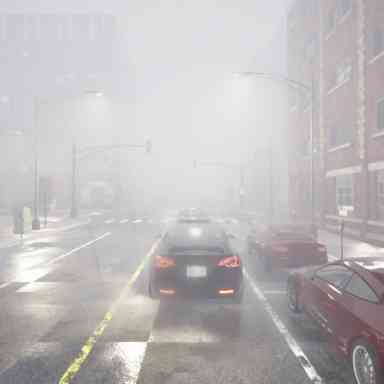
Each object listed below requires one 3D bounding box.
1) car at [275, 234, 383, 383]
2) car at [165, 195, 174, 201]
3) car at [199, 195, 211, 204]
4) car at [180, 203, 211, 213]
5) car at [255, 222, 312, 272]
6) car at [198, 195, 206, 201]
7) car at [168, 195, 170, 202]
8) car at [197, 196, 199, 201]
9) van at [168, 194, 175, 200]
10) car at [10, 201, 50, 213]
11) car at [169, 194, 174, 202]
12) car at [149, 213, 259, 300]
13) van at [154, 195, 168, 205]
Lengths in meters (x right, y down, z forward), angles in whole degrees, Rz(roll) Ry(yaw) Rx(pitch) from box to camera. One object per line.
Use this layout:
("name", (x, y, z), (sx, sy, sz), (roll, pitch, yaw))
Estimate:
("car", (2.659, 1.583, 4.751), (1.802, 1.307, 4.206), (1, 0, 0))
("car", (-5.840, 1.582, 87.945), (2.008, 1.369, 4.403), (1, 0, 0))
("car", (2.591, 1.544, 59.830), (1.752, 1.417, 4.829), (1, 0, 0))
("car", (0.068, 1.552, 17.721), (2.033, 1.411, 5.357), (0, 0, -1))
("car", (2.818, 1.585, 10.407), (1.802, 1.307, 4.206), (1, 0, 0))
("car", (2.540, 1.597, 87.921), (1.947, 1.339, 4.313), (1, 0, 0))
("car", (-5.799, 1.602, 65.336), (1.802, 1.307, 4.206), (1, 0, 0))
("car", (2.550, 1.573, 82.270), (1.887, 1.381, 4.507), (1, 0, 0))
("van", (-5.847, 1.376, 93.598), (1.690, 1.788, 3.998), (1, 0, 0))
("car", (-18.782, 1.730, 38.750), (4.313, 1.339, 1.947), (0, -1, 0))
("car", (-5.820, 1.607, 76.641), (1.802, 1.307, 4.206), (1, 0, 0))
("car", (0.085, 1.506, 8.449), (2.163, 1.488, 4.792), (0, 0, 0))
("van", (-5.785, 1.359, 59.684), (1.690, 1.788, 3.998), (1, 0, 0))
